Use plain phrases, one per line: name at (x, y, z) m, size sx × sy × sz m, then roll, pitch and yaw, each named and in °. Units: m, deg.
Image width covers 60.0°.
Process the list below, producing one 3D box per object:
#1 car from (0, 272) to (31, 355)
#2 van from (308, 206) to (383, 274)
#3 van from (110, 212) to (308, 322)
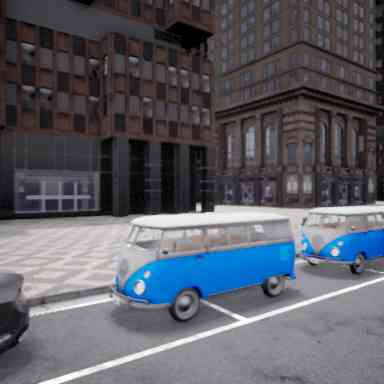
car at (-4.211, 1.550, 3.646) m, size 4.403 × 1.369 × 2.008 m, roll 0°, pitch 0°, yaw -35°
van at (5.035, 1.342, 10.238) m, size 3.998 × 1.788 × 1.690 m, roll 0°, pitch 0°, yaw -35°
van at (0.412, 1.341, 6.942) m, size 3.998 × 1.788 × 1.690 m, roll 0°, pitch 0°, yaw -35°
